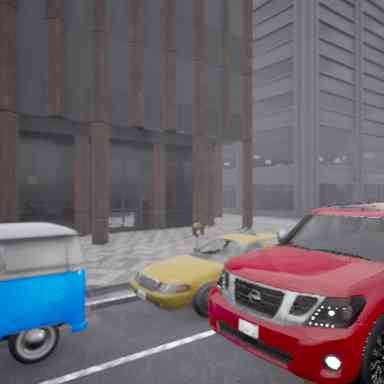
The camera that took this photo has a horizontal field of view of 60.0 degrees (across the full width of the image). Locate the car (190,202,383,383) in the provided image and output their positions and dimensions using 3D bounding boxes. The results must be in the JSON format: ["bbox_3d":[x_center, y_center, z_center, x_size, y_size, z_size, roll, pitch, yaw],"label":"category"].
[{"bbox_3d":[2.900,1.225,5.447,5.566,2.045,2.150,0,0,-36],"label":"car"}]

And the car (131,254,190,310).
[{"bbox_3d":[1.059,1.529,7.408,4.829,1.417,1.752,0,0,-36],"label":"car"}]

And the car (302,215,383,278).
[{"bbox_3d":[5.785,1.559,10.780,4.403,1.369,2.008,0,0,-36],"label":"car"}]

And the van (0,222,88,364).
[{"bbox_3d":[-3.391,1.341,4.234,3.998,1.788,1.690,0,0,-36],"label":"van"}]
